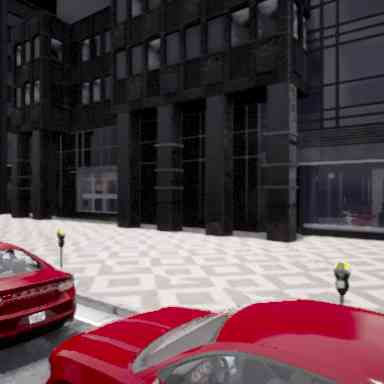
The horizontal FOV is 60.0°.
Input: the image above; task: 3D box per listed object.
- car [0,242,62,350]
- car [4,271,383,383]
[{"bbox_3d":[-3.877,1.534,5.726,4.507,1.381,1.887,0,0,35],"label":"car"},{"bbox_3d":[0.712,1.544,2.454,4.507,1.381,1.887,0,0,35],"label":"car"}]
